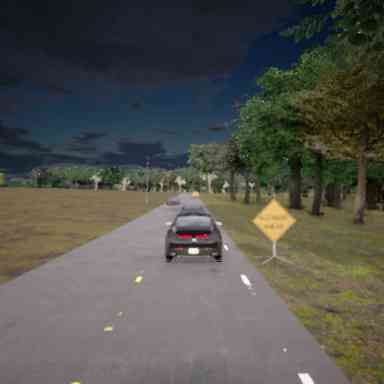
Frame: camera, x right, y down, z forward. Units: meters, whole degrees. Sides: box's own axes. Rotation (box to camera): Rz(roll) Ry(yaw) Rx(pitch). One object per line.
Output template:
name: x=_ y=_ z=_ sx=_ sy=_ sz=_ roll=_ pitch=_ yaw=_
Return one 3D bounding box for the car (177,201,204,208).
car: x=0.058 y=1.585 z=26.413 sx=1.895 sy=1.301 sz=4.718 roll=0 pitch=0 yaw=0

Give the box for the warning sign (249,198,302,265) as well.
warning sign: x=2.443 y=1.130 z=9.921 sx=1.300 sy=1.860 sz=1.060 roll=0 pitch=0 yaw=0

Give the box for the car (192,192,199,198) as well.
car: x=0.951 y=0.713 z=89.909 sx=1.882 sy=1.535 sz=5.008 roll=0 pitch=1 yaw=0

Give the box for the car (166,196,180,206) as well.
car: x=-2.833 y=1.329 z=50.604 sx=1.994 sy=1.385 sz=4.181 roll=0 pitch=1 yaw=0

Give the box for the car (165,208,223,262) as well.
car: x=0.065 y=1.518 z=12.241 sx=1.837 sy=1.490 sz=4.892 roll=0 pitch=-1 yaw=0
